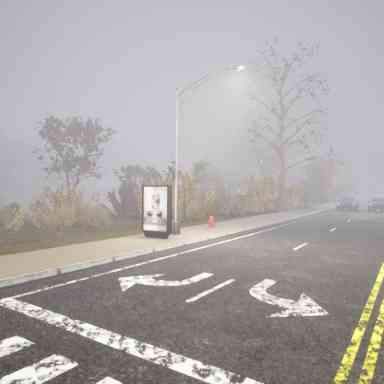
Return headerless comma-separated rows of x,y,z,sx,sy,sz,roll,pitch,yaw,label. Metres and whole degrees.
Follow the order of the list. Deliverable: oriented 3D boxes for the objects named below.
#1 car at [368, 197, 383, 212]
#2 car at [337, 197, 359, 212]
21.463,1.393,38.137,2.097,1.767,4.553,0,0,30,car
18.659,1.390,39.780,2.097,1.767,4.553,0,0,30,car
